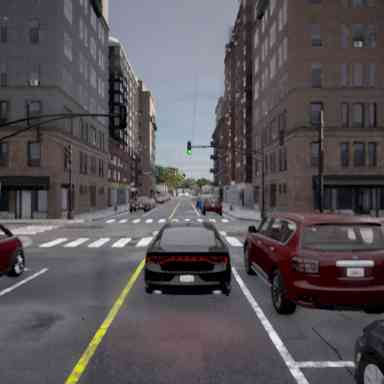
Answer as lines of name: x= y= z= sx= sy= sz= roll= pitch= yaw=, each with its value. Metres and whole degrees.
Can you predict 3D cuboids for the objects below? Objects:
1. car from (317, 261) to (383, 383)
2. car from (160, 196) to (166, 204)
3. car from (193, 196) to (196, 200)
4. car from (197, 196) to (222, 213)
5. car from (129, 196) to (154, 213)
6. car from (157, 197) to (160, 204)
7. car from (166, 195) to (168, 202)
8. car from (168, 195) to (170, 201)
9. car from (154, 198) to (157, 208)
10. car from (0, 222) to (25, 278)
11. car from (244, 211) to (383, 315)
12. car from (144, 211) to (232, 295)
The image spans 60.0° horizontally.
car: x=2.618 y=1.557 z=1.896 sx=2.008 sy=1.369 sz=4.403 roll=0 pitch=0 yaw=-1
car: x=-6.774 y=1.783 z=67.476 sx=1.887 sy=1.381 sz=4.507 roll=0 pitch=0 yaw=-1
car: x=1.657 y=1.495 z=51.137 sx=2.192 sy=1.841 sz=5.009 roll=0 pitch=0 yaw=-1
car: x=2.009 y=1.437 z=34.629 sx=2.192 sy=1.841 sz=5.009 roll=0 pitch=0 yaw=-1
car: x=-6.221 y=1.458 z=39.964 sx=2.192 sy=1.841 sz=5.009 roll=0 pitch=0 yaw=-1
car: x=-6.442 y=1.732 z=50.968 sx=2.008 sy=1.369 sz=4.403 roll=0 pitch=0 yaw=-1
car: x=-6.885 y=1.802 z=72.979 sx=1.887 sy=1.381 sz=4.507 roll=0 pitch=0 yaw=-1
car: x=-6.996 y=1.827 z=78.481 sx=2.008 sy=1.369 sz=4.403 roll=0 pitch=0 yaw=-1
car: x=-6.332 y=1.728 z=45.466 sx=1.947 sy=1.339 sz=4.313 roll=0 pitch=0 yaw=-1
car: x=-5.522 y=1.468 z=7.412 sx=1.967 sy=1.590 sz=4.097 roll=0 pitch=0 yaw=-1
car: x=2.501 y=1.342 z=7.578 sx=2.192 sy=1.841 sz=5.009 roll=0 pitch=0 yaw=-1
car: x=-0.075 y=1.510 z=8.874 sx=1.882 sy=1.535 sz=5.008 roll=0 pitch=0 yaw=0
